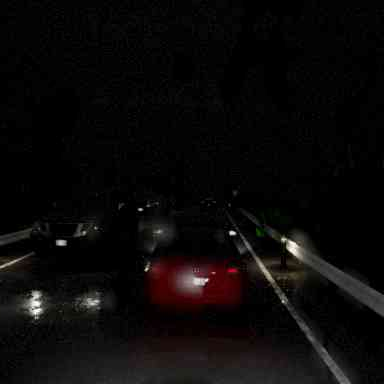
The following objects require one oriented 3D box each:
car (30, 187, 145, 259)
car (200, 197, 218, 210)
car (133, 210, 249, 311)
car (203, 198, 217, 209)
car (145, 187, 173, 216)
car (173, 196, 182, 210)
[{"bbox_3d":[-3.336,0.883,11.573,2.150,2.045,5.566,0,2,3],"label":"car"},{"bbox_3d":[1.986,1.326,38.657,1.812,1.442,4.674,0,-2,4],"label":"car"},{"bbox_3d":[0.101,1.393,7.633,1.994,1.385,4.181,0,3,1],"label":"car"},{"bbox_3d":[2.640,1.632,48.802,1.882,1.535,5.008,0,-2,2],"label":"car"},{"bbox_3d":[-2.813,0.648,22.046,2.150,2.045,5.566,0,0,4],"label":"car"},{"bbox_3d":[-2.054,1.113,32.641,2.033,1.411,5.357,0,-2,5],"label":"car"}]
